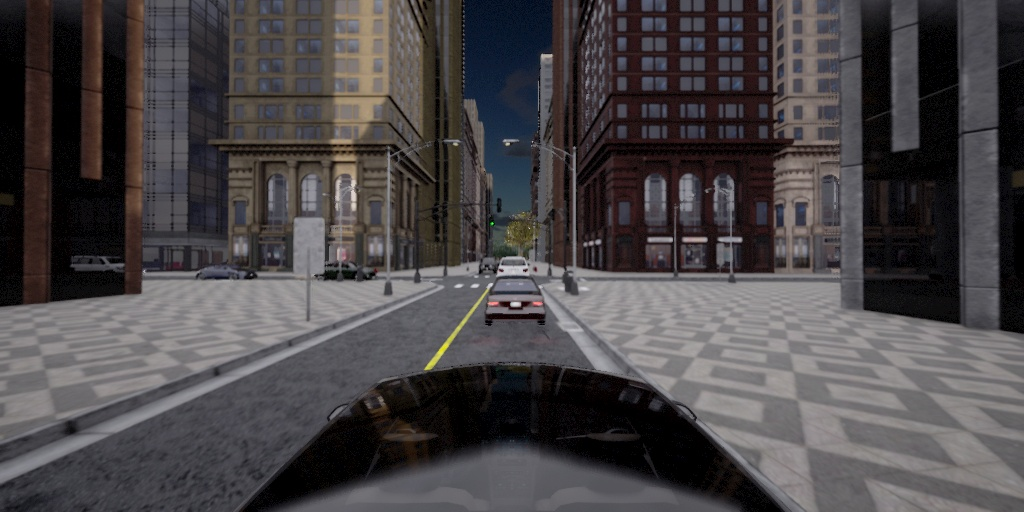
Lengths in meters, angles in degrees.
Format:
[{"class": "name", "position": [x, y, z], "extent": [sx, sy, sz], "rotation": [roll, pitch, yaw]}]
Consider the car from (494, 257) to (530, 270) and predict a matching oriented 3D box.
[{"class": "car", "position": [0.103, 1.105, 25.800], "extent": [2.150, 2.045, 5.566], "rotation": [0, 0, 0]}]

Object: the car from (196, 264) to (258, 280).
[{"class": "car", "position": [-23.840, 1.394, 30.072], "extent": [4.181, 1.385, 1.994], "rotation": [0, 0, 0]}]

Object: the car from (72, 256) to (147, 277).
[{"class": "car", "position": [-34.183, 1.026, 30.087], "extent": [5.566, 2.045, 2.150], "rotation": [0, 0, 0]}]

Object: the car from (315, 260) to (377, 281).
[{"class": "car", "position": [-13.803, 1.210, 30.051], "extent": [4.553, 1.767, 2.097], "rotation": [0, 0, 0]}]

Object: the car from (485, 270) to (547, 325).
[{"class": "car", "position": [0.096, 1.355, 12.110], "extent": [2.033, 1.411, 5.357], "rotation": [0, 0, 0]}]

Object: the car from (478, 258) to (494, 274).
[{"class": "car", "position": [-3.099, 1.217, 46.206], "extent": [2.150, 2.045, 5.566], "rotation": [0, 0, -1]}]
